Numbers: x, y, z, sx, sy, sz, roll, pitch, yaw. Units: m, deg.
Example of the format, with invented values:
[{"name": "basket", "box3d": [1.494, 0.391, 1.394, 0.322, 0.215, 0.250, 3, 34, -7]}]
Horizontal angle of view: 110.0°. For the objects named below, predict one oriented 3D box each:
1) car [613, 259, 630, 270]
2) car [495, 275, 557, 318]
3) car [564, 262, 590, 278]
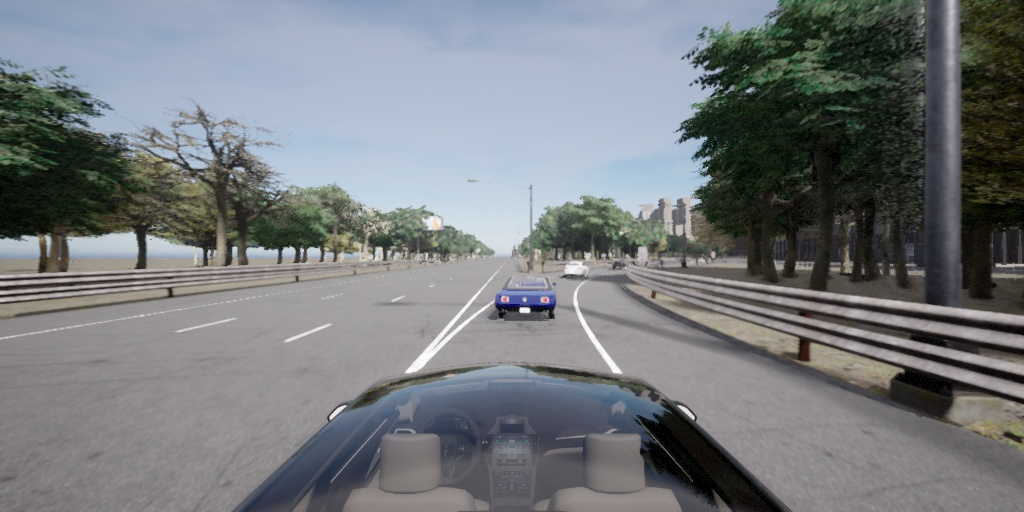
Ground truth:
[{"name": "car", "box3d": [16.280, 1.233, 52.571, 1.837, 1.490, 4.892, -1, 0, 36]}, {"name": "car", "box3d": [0.674, 1.347, 13.020, 1.895, 1.301, 4.718, 0, 0, 7]}, {"name": "car", "box3d": [6.181, 1.269, 34.203, 1.812, 1.442, 4.674, 0, 0, 21]}]
